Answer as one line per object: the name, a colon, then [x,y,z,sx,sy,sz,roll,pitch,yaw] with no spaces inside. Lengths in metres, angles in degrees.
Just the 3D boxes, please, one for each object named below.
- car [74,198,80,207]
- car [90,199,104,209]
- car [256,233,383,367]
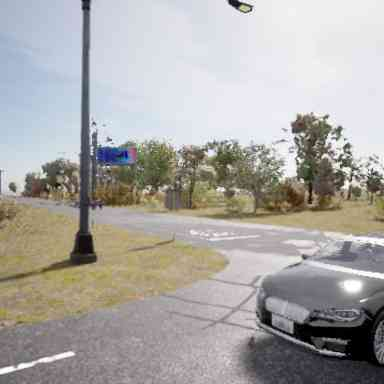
car: [-19.241,1.826,58.154,1.837,1.490,4.892,1,-1,-32]
car: [-15.415,1.845,52.131,2.033,1.411,5.357,1,-1,-31]
car: [3.274,1.543,5.908,4.902,1.511,2.128,0,0,-34]
